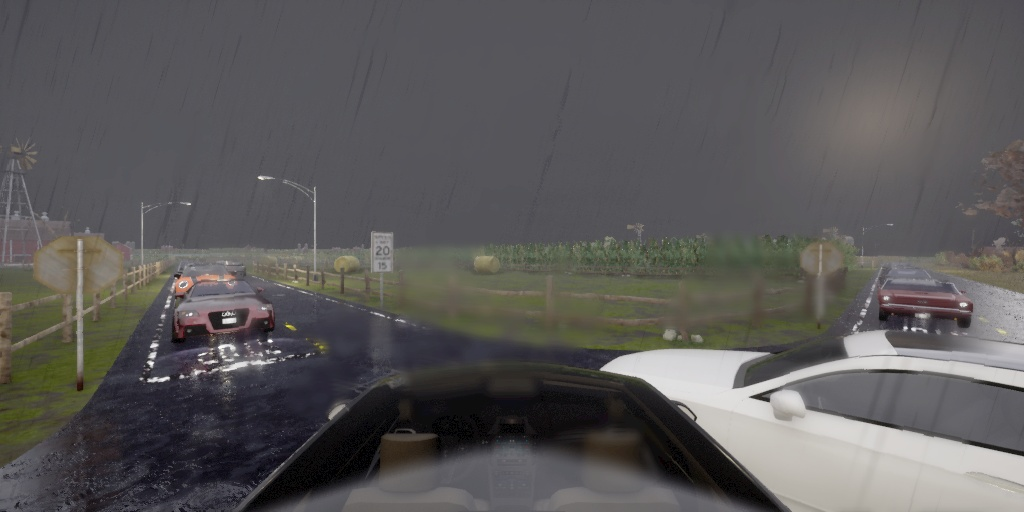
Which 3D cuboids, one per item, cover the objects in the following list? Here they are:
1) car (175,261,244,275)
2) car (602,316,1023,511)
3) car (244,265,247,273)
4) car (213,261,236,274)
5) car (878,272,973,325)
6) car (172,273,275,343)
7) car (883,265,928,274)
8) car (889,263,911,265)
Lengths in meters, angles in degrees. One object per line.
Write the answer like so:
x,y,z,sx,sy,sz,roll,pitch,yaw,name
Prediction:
-13.950,1.153,16.385,2.097,1.767,4.553,0,0,-43,car
2.808,1.293,2.556,1.812,1.442,4.674,0,1,-45,car
-27.493,1.312,35.419,2.128,1.511,4.902,0,0,-42,car
-34.321,1.339,42.779,1.837,1.490,4.892,0,0,-42,car
13.355,1.401,11.772,4.718,1.301,1.895,0,1,-44,car
-8.080,1.362,9.986,1.994,1.385,4.181,0,0,-43,car
20.336,1.368,18.437,5.357,1.411,2.033,0,1,-44,car
26.999,1.409,24.790,4.181,1.385,1.994,0,1,-44,car
